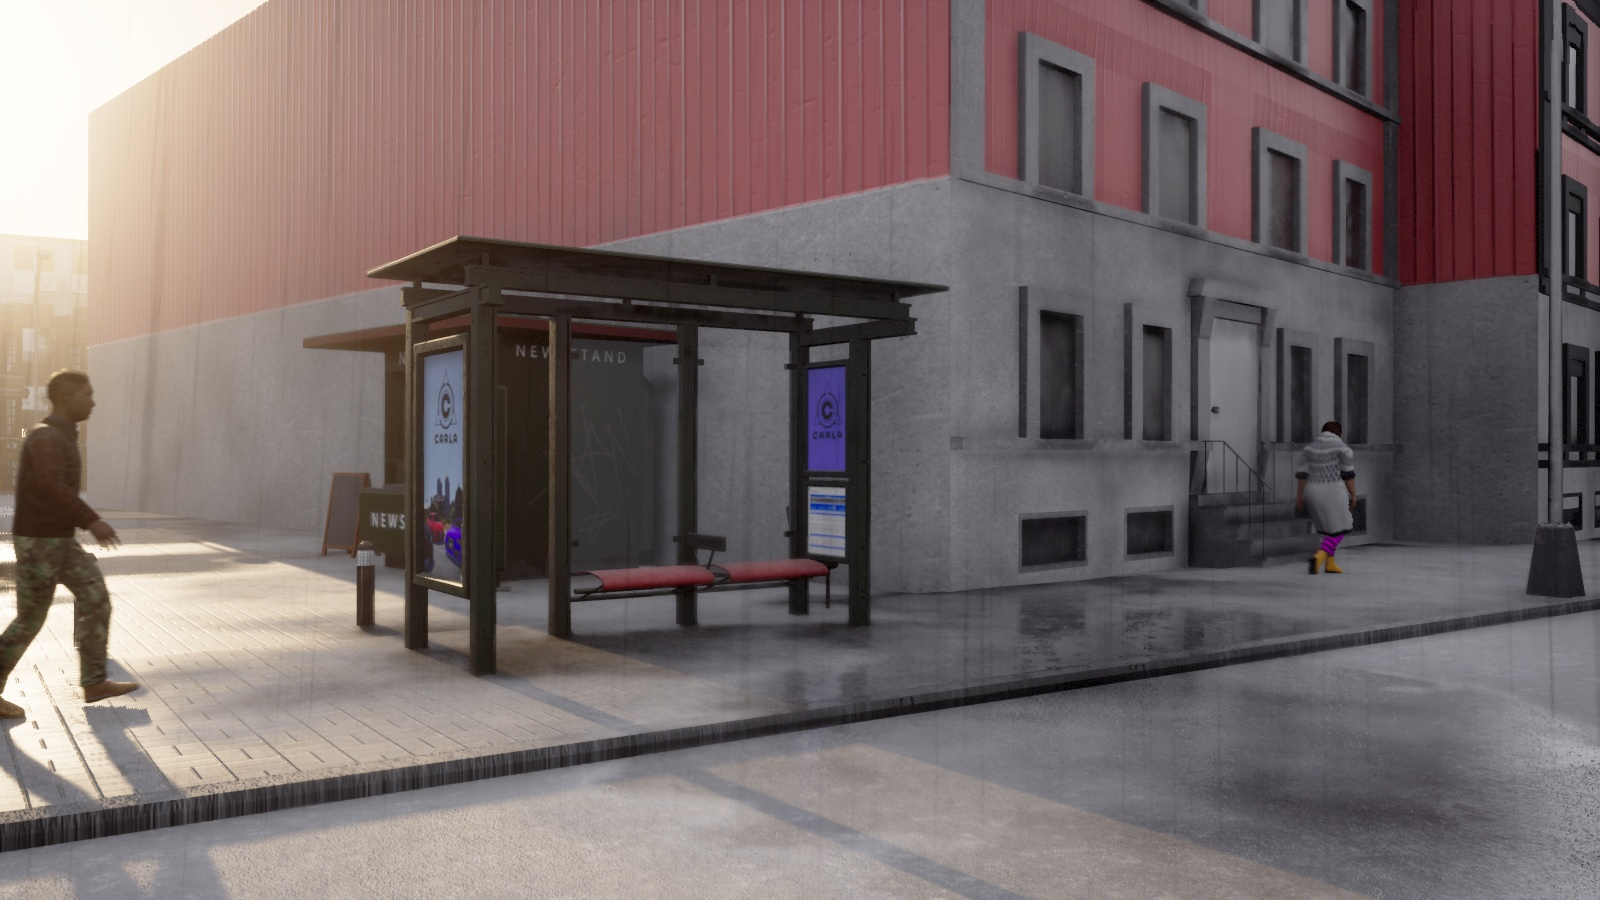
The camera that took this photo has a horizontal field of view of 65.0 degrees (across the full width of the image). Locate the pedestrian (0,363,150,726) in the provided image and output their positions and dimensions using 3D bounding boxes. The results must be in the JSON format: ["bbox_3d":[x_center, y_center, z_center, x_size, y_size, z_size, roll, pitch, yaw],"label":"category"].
[{"bbox_3d":[-3.872,0.478,6.634,0.703,1.840,0.431,0,0,-16],"label":"pedestrian"}]

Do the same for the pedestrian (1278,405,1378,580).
[{"bbox_3d":[6.127,0.477,14.584,0.873,1.952,0.659,0,0,-29],"label":"pedestrian"}]
